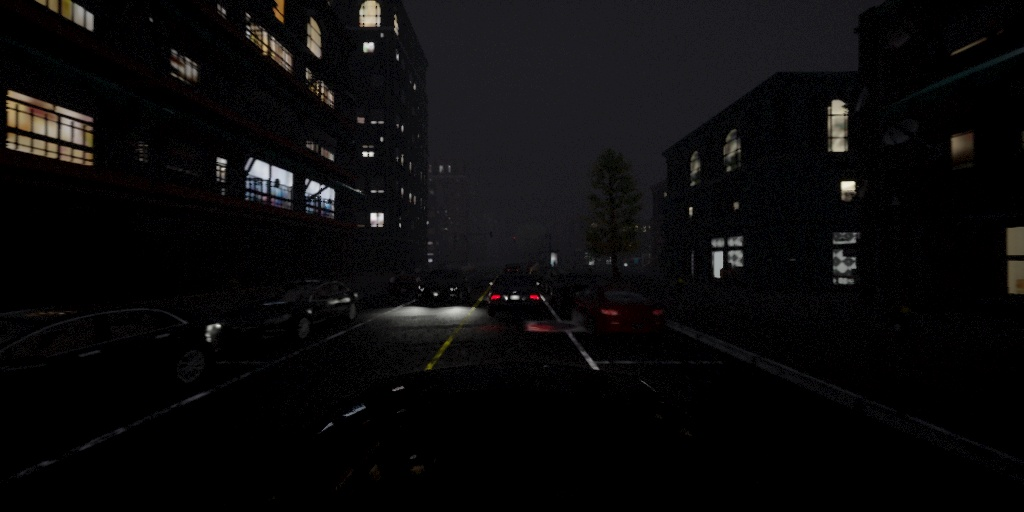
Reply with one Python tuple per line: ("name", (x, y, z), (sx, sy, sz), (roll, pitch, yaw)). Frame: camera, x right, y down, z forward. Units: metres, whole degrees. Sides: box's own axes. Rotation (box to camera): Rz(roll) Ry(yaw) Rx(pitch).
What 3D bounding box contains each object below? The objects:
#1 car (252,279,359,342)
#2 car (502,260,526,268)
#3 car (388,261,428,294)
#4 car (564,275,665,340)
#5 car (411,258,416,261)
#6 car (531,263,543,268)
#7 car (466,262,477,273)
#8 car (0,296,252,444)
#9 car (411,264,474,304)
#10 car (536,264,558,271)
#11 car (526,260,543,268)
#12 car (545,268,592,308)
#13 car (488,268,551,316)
("car", (-5.690, 1.334, 9.748), (2.007, 1.370, 4.403), (0, 0, 0))
("car", (0.099, 1.404, 33.426), (1.837, 1.490, 4.892), (0, 0, 0))
("car", (-5.689, 1.277, 20.825), (1.967, 1.591, 4.097), (0, 0, 0))
("car", (2.691, 1.366, 9.747), (1.802, 1.307, 4.207), (0, 0, 0))
("car", (-17.273, 1.310, 62.754), (5.009, 1.841, 2.192), (0, 0, 0))
("car", (2.691, 1.431, 26.363), (1.948, 1.339, 4.313), (0, 0, 0))
("car", (-5.689, 1.501, 48.353), (1.751, 1.417, 4.829), (0, 0, 0))
("car", (-5.690, 1.310, 4.209), (2.007, 1.370, 4.403), (0, 0, 0))
("car", (-3.099, 1.323, 17.016), (1.837, 1.490, 4.892), (0, 0, 0))
("car", (2.691, 1.388, 20.824), (2.007, 1.370, 4.403), (0, 0, 0))
("car", (2.692, 1.446, 37.612), (1.751, 1.417, 4.829), (0, 0, 0))
("car", (2.691, 1.375, 15.286), (1.948, 1.339, 4.313), (0, 0, 0))
("car", (0.097, 1.349, 13.649), (2.033, 1.411, 5.357), (0, 0, 0))
